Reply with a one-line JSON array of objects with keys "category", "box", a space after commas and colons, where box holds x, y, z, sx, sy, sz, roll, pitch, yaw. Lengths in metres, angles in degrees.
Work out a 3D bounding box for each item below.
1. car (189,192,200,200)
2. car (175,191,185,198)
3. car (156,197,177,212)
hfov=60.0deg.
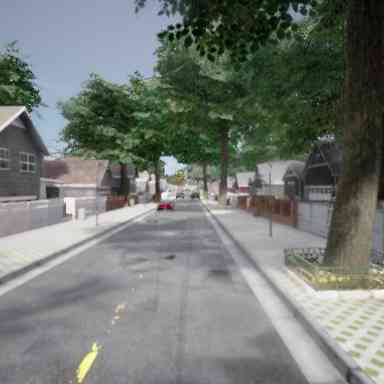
[{"category": "car", "box": [0.862, 0.964, 82.956, 2.150, 2.045, 5.566, -5, 0, 0]}, {"category": "car", "box": [-2.762, 0.822, 77.592, 2.150, 2.045, 5.566, 0, 0, 0]}, {"category": "car", "box": [-2.850, 1.526, 37.093, 1.895, 1.301, 4.718, 0, 0, 0]}]
